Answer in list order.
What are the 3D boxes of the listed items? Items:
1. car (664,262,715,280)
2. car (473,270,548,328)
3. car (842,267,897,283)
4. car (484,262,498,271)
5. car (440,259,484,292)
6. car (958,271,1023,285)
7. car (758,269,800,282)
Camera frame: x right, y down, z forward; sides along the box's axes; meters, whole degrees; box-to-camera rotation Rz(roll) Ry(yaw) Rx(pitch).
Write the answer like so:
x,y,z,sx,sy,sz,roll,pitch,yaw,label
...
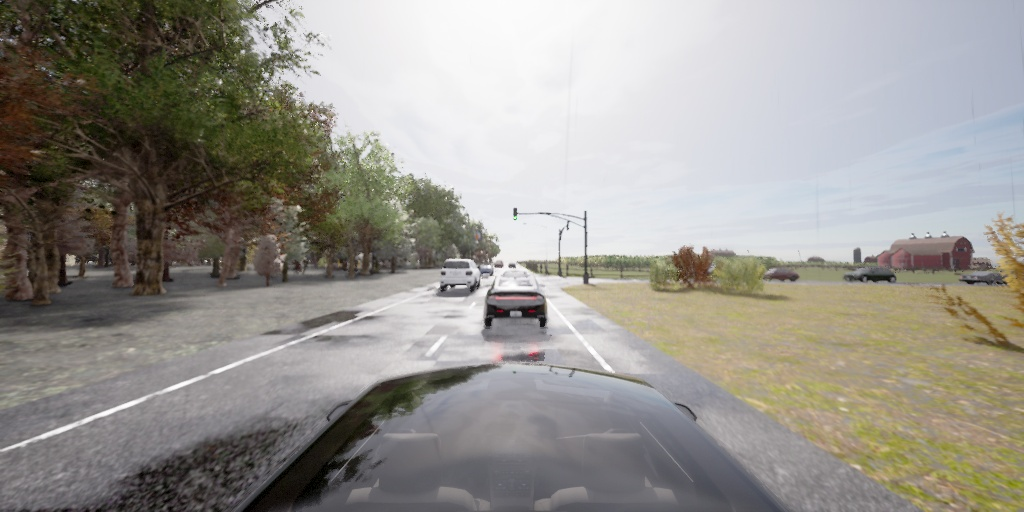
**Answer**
x,y,z,sx,sy,sz,roll,pitch,yaw,label
19.675,1.708,39.955,5.566,2.045,2.150,1,-2,0,car
0.106,1.368,12.006,2.128,1.511,4.902,0,-1,0,car
39.598,2.055,39.839,4.553,1.767,2.097,1,-2,0,car
-3.377,1.862,47.763,2.033,1.411,5.357,0,-1,0,car
-3.389,1.250,24.232,2.150,2.045,5.566,0,-1,0,car
48.605,2.245,36.189,5.357,1.411,2.033,1,-2,1,car
29.359,2.117,39.896,4.674,1.442,1.812,1,-2,0,car
